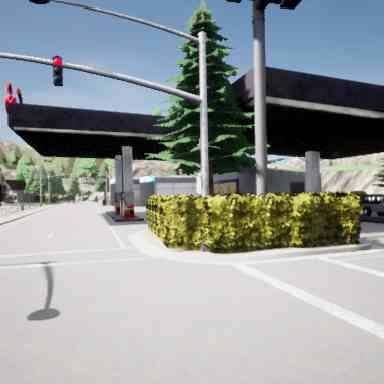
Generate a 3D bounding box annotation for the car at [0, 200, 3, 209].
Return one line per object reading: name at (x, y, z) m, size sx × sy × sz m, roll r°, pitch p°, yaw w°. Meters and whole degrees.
car at (-35.767, 2.199, 58.140) m, size 4.514 × 1.523 × 2.007 m, roll -1°, pitch 0°, yaw -18°

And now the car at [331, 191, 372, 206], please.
car at (23.557, 0.922, 49.426) m, size 2.150 × 2.045 × 5.566 m, roll -1°, pitch 0°, yaw -17°

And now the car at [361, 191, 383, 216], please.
car at (15.379, 1.100, 26.586) m, size 1.905 × 1.878 × 3.866 m, roll -1°, pitch 0°, yaw -18°

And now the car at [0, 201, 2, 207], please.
car at (-34.765, 2.165, 55.167) m, size 5.027 × 1.636 × 2.152 m, roll -1°, pitch 0°, yaw -18°
